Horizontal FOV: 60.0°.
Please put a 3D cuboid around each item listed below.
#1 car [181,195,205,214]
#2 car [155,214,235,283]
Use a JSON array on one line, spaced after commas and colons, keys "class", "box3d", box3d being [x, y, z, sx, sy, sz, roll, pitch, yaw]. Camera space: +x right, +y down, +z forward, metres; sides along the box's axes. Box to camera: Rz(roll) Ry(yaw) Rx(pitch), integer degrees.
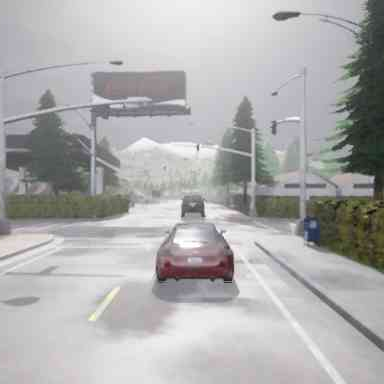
[{"class": "car", "box3d": [0.103, 1.256, 32.433, 2.150, 2.045, 5.566, 0, 1, 0]}, {"class": "car", "box3d": [0.081, 1.565, 9.733, 1.994, 1.385, 4.181, 0, 0, 0]}]
